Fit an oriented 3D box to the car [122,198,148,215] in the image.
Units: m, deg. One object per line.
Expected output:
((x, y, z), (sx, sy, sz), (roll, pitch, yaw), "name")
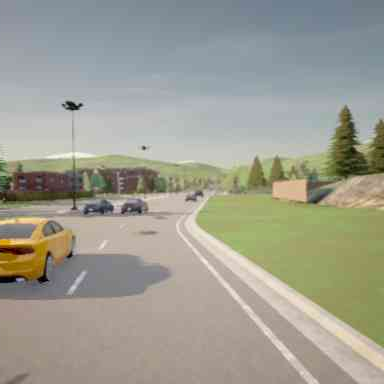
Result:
((-5.501, 1.346, 32.134), (1.812, 1.442, 4.674), (-1, 1, 3), "car")

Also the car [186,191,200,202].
((-0.128, 1.019, 60.106), (2.033, 1.411, 5.357), (-1, 1, 4), "car")

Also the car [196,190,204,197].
((1.939, 0.406, 88.543), (2.150, 2.045, 5.566), (-1, 1, 4), "car")

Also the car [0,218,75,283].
((-4.698, 1.482, 9.560), (1.882, 1.535, 5.008), (-1, 1, -9), "car")

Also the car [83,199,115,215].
((-8.992, 1.411, 32.278), (1.812, 1.442, 4.674), (-1, 1, 3), "car")
